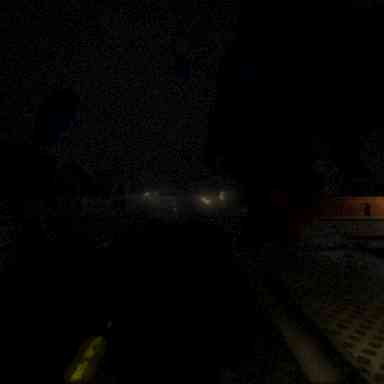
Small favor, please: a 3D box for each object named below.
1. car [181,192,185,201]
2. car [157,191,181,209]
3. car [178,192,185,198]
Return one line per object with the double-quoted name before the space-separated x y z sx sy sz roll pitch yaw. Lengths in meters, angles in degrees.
"car" -2.704 0.990 61.173 1.837 1.490 4.892 0 3 0
"car" -2.720 0.937 37.937 2.150 2.045 5.566 0 2 0
"car" -2.686 0.646 85.569 1.812 1.442 4.674 0 0 0
